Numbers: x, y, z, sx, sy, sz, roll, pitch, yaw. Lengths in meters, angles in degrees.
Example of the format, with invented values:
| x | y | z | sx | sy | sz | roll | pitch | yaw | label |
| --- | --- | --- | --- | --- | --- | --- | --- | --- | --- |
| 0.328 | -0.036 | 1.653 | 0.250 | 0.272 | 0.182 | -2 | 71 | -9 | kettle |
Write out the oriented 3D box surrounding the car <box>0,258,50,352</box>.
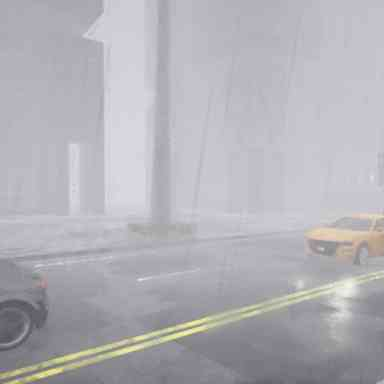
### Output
| x | y | z | sx | sy | sz | roll | pitch | yaw | label |
| --- | --- | --- | --- | --- | --- | --- | --- | --- | --- |
| -4.257 | 1.558 | 4.630 | 4.181 | 1.385 | 1.994 | 0 | 0 | -35 | car |

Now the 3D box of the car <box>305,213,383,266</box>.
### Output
| x | y | z | sx | sy | sz | roll | pitch | yaw | label |
| --- | --- | --- | --- | --- | --- | --- | --- | --- | --- |
| 6.144 | 1.549 | 12.010 | 5.008 | 1.535 | 1.882 | 0 | 0 | -35 | car |
